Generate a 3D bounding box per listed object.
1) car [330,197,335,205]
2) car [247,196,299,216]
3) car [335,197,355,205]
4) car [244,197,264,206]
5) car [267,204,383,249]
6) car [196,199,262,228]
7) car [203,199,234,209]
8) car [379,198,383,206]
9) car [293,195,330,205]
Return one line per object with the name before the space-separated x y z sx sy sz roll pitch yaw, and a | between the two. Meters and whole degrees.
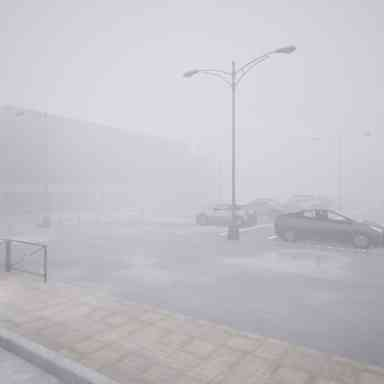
car | 14.239 1.289 39.907 4.605 1.855 1.932 0 0 35
car | 5.584 1.345 26.801 5.027 1.636 2.152 0 0 35
car | 24.995 1.565 55.062 3.633 1.501 1.845 0 0 35
car | 11.084 1.702 59.221 1.812 1.442 4.674 0 0 35
car | 5.854 1.490 14.316 4.514 1.523 2.007 0 0 35
car | 2.173 1.424 21.356 3.806 1.475 1.970 0 0 35
car | 4.015 1.723 49.113 2.033 1.411 5.357 0 0 36
car | 29.371 1.576 48.369 3.806 1.475 1.970 0 0 35
car | 12.912 1.268 37.289 3.866 1.878 1.905 0 0 35
